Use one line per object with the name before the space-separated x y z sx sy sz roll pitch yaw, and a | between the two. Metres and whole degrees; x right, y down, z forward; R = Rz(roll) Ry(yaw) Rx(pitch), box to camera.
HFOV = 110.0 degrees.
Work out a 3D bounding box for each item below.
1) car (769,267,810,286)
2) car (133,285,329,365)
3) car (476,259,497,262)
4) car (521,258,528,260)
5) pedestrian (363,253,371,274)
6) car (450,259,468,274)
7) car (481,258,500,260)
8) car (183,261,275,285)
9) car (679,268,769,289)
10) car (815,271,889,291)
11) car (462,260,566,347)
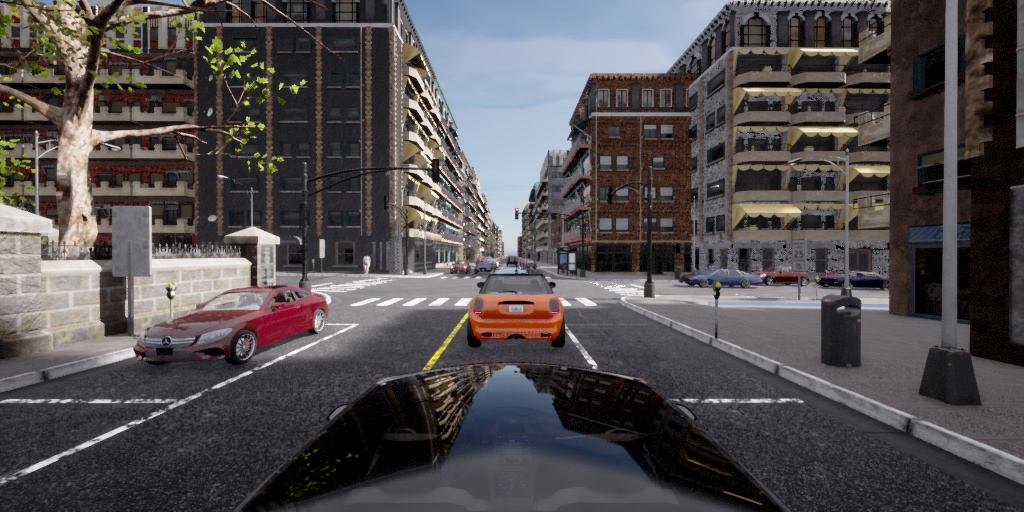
car | 21.343 1.571 28.859 4.097 1.591 1.967 0 0 -1
car | -5.697 1.331 7.974 1.802 1.307 4.207 0 0 0
car | -3.146 1.312 40.982 1.994 1.385 4.181 0 0 0
car | 2.622 1.298 51.668 2.007 1.370 4.403 0 0 0
pedestrian | -12.754 0.651 31.367 0.375 1.860 0.375 0 -1 -1
car | -5.743 1.187 40.385 1.967 1.591 4.097 0 0 0
car | -3.155 1.312 49.956 1.994 1.385 4.181 0 0 0
car | -17.677 1.034 22.569 4.181 1.385 1.994 1 0 -1
car | 15.215 1.584 26.214 5.357 1.411 2.033 1 0 -1
car | 25.273 1.815 26.347 4.718 1.301 1.895 1 0 -1
car | 0.116 1.101 9.484 2.097 1.767 4.553 0 0 1
